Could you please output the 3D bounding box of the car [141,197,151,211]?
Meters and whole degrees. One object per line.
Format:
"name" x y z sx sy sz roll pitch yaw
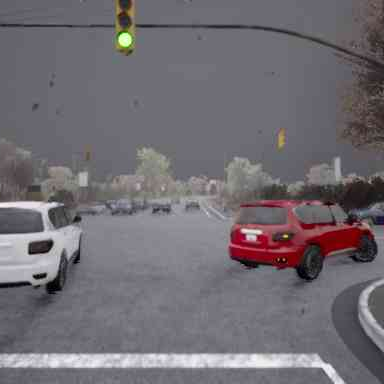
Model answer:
"car" -7.105 1.500 44.162 2.097 1.767 4.553 0 0 0

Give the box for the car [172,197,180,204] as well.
"car" -3.569 1.764 71.447 2.128 1.511 4.902 0 0 0

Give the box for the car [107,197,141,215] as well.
"car" -7.116 1.471 35.278 2.097 1.767 4.553 0 0 0

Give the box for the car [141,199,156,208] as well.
"car" -7.064 1.783 54.409 1.895 1.301 4.718 0 0 0

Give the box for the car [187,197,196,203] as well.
"car" -0.053 1.808 76.149 1.994 1.385 4.181 0 0 0

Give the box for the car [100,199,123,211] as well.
"car" -10.597 1.712 44.141 1.994 1.385 4.181 0 0 1

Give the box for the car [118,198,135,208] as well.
"car" -10.563 1.746 54.212 1.994 1.385 4.181 0 0 0

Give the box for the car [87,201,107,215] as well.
"car" -10.649 1.720 35.335 1.895 1.301 4.718 0 0 1

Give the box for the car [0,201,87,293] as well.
"car" -4.306 1.253 8.889 2.150 2.045 5.566 0 0 -12

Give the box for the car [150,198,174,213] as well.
"car" -3.446 1.732 39.162 1.895 1.301 4.718 0 0 0

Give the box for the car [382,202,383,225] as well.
"car" 12.606 1.426 21.978 4.553 1.767 2.097 0 0 3

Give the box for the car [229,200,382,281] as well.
"car" 3.548 1.258 10.277 5.566 2.045 2.150 0 -2 -41

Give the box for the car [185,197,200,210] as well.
"car" 0.046 1.680 46.120 1.812 1.442 4.674 0 0 0
